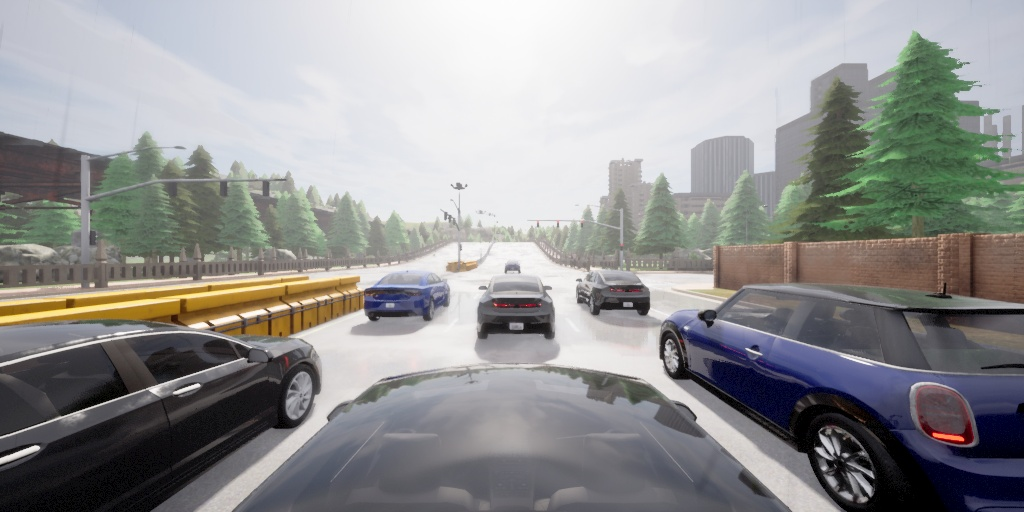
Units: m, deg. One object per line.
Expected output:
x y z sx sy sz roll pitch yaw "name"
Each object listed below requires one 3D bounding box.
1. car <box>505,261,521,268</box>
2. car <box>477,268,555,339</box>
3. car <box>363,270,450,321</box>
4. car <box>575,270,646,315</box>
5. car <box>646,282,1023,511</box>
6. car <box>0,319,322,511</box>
0.075 1.276 43.560 1.812 1.442 4.674 0 0 0 "car"
0.097 1.255 10.057 1.837 1.490 4.892 0 0 0 "car"
-3.402 1.228 12.480 1.882 1.535 5.008 0 0 0 "car"
3.616 1.255 13.491 1.837 1.490 4.892 0 0 1 "car"
3.601 1.102 4.406 2.097 1.767 4.553 0 0 0 "car"
-3.400 1.255 2.750 1.837 1.490 4.892 0 0 0 "car"
